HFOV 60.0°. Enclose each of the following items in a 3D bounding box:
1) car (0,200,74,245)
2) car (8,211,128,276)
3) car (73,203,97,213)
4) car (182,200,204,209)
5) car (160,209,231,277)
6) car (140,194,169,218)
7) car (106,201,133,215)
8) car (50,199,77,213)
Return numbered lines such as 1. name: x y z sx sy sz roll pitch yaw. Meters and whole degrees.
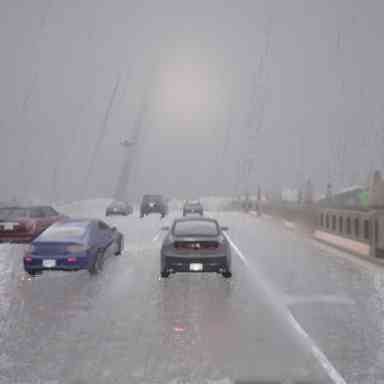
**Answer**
1. car: -6.902 1.351 14.679 2.097 1.767 4.553 0 0 0
2. car: -3.401 1.525 10.225 1.812 1.442 4.674 0 0 0
3. car: -17.506 2.652 54.691 2.033 1.411 5.357 0 -5 0
4. car: 0.097 1.494 32.192 2.128 1.511 4.902 0 0 0
5. car: 0.099 1.505 10.229 1.837 1.490 4.892 0 0 0
6. car: -3.403 1.221 30.626 2.150 2.045 5.566 0 0 0
7. car: -6.903 1.565 32.024 1.994 1.385 4.181 0 0 0
8. car: -21.005 2.315 54.695 2.150 2.045 5.566 0 -6 0
